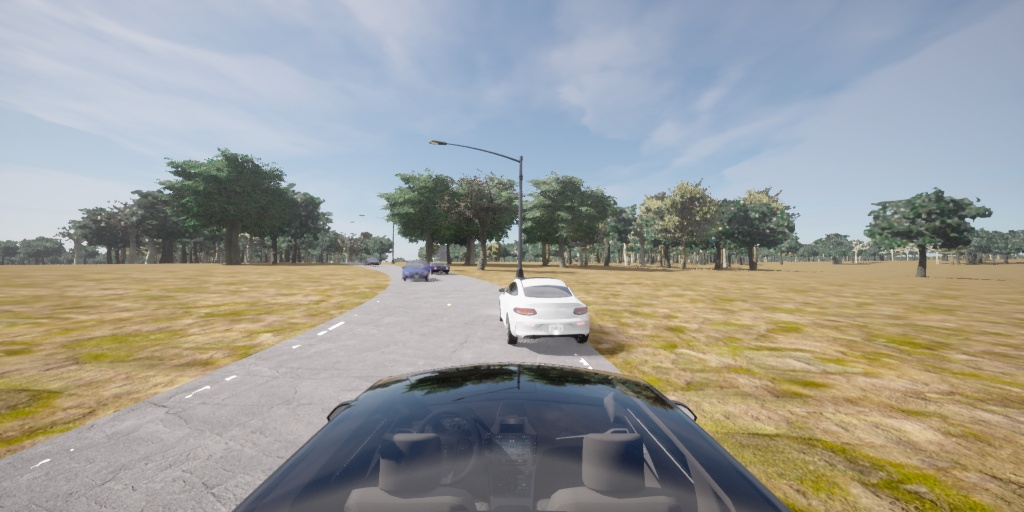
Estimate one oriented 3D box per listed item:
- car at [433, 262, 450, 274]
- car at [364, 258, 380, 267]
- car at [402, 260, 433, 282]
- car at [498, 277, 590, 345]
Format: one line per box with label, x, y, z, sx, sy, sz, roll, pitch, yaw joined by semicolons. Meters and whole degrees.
car;-7.993;1.246;37.928;1.895;1.301;4.718;1;0;-24
car;-22.892;0.990;58.527;2.033;1.411;5.357;1;0;-30
car;-7.539;1.198;27.881;1.812;1.442;4.674;1;0;-19
car;0.665;1.277;9.483;1.812;1.442;4.674;0;0;-5
